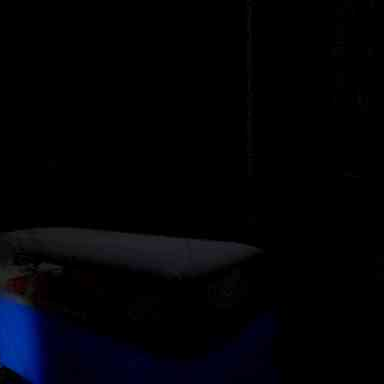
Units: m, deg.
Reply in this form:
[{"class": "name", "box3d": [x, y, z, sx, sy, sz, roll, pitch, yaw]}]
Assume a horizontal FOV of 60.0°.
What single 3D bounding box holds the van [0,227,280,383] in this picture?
[{"class": "van", "box3d": [-1.043, 1.368, 3.818, 3.998, 1.788, 1.690, -1, 0, 36]}]
